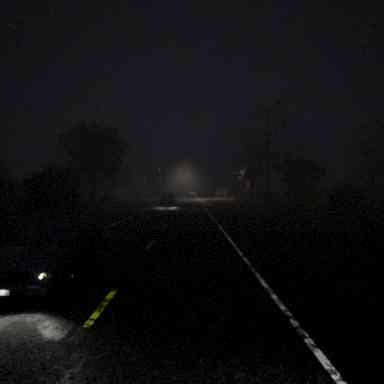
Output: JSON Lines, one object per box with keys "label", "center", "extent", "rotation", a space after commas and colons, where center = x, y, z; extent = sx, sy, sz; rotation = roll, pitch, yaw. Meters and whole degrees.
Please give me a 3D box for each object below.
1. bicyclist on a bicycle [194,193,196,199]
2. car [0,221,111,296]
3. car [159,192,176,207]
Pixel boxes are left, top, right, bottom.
{"label": "bicyclist on a bicycle", "center": [0.957, 1.054, 92.648], "extent": [0.866, 1.612, 1.509], "rotation": [0, 0, 0]}
{"label": "car", "center": [-3.601, 1.524, 8.980], "extent": [2.033, 1.411, 5.357], "rotation": [0, 0, 0]}
{"label": "car", "center": [-3.582, 1.061, 48.976], "extent": [2.150, 2.045, 5.566], "rotation": [0, 0, 0]}
